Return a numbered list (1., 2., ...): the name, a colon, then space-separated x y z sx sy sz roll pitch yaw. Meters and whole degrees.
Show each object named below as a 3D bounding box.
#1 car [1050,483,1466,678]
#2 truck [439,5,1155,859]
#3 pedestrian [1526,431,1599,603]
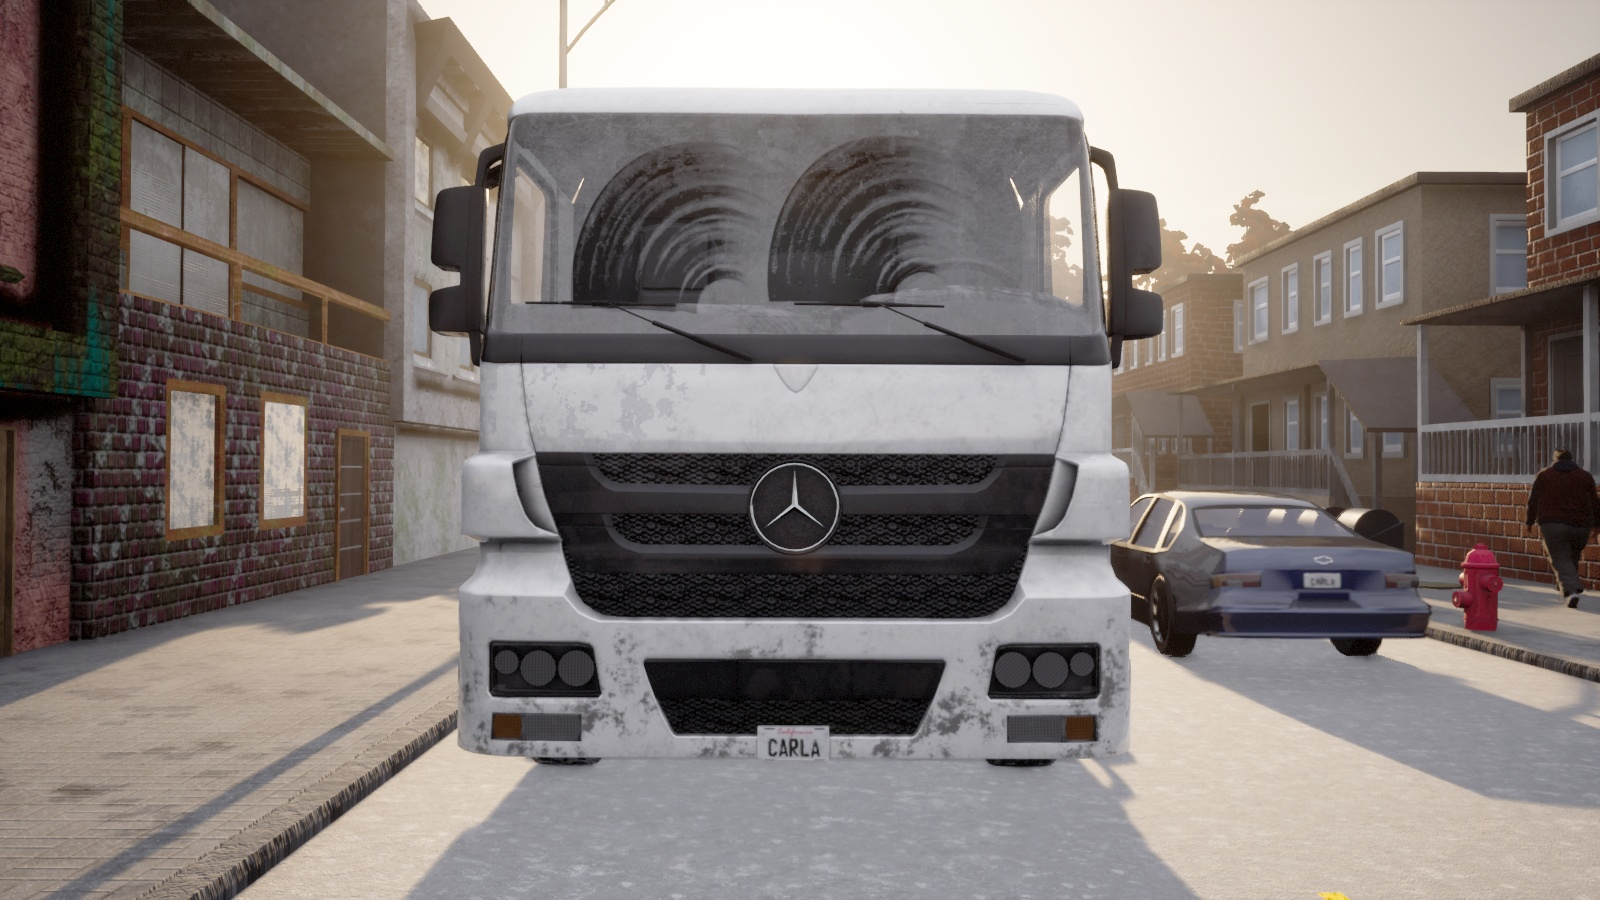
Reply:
1. car: 3.971 1.049 12.112 2.033 1.411 5.357 0 -1 0
2. truck: -0.025 -0.015 9.071 2.891 3.462 7.936 0 -1 0
3. pedestrian: 8.549 0.724 13.993 0.634 1.844 0.899 -1 -1 21
